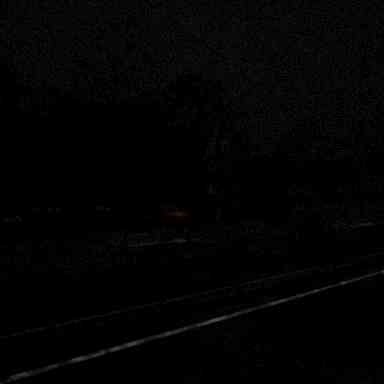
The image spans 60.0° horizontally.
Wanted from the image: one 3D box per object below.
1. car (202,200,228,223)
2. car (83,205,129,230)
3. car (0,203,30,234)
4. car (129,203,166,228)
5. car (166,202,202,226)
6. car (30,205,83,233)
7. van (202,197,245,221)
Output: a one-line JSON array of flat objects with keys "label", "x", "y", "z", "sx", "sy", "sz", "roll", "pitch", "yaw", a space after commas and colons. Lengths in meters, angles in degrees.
[{"label": "car", "x": 0.313, "y": 1.682, "z": 26.971, "sx": 2.163, "sy": 1.488, "sz": 4.792, "roll": 1, "pitch": 0, "yaw": -35}, {"label": "car", "x": -6.445, "y": 1.583, "z": 22.109, "sx": 2.231, "sy": 1.521, "sz": 4.892, "roll": 1, "pitch": 0, "yaw": -36}, {"label": "car", "x": -10.986, "y": 1.410, "z": 18.917, "sx": 2.185, "sy": 1.767, "sz": 4.553, "roll": 1, "pitch": 0, "yaw": -35}, {"label": "car", "x": -4.207, "y": 1.634, "z": 23.748, "sx": 2.163, "sy": 1.488, "sz": 4.792, "roll": 1, "pitch": 0, "yaw": -35}, {"label": "car", "x": -1.823, "y": 1.626, "z": 25.183, "sx": 1.946, "sy": 1.575, "sz": 5.366, "roll": 1, "pitch": 0, "yaw": -35}, {"label": "car", "x": -8.712, "y": 1.558, "z": 20.507, "sx": 2.097, "sy": 1.535, "sz": 5.008, "roll": 1, "pitch": 0, "yaw": -36}, {"label": "van", "x": 2.658, "y": 1.451, "z": 28.463, "sx": 1.878, "sy": 1.987, "sz": 4.442, "roll": 1, "pitch": 0, "yaw": -35}]
